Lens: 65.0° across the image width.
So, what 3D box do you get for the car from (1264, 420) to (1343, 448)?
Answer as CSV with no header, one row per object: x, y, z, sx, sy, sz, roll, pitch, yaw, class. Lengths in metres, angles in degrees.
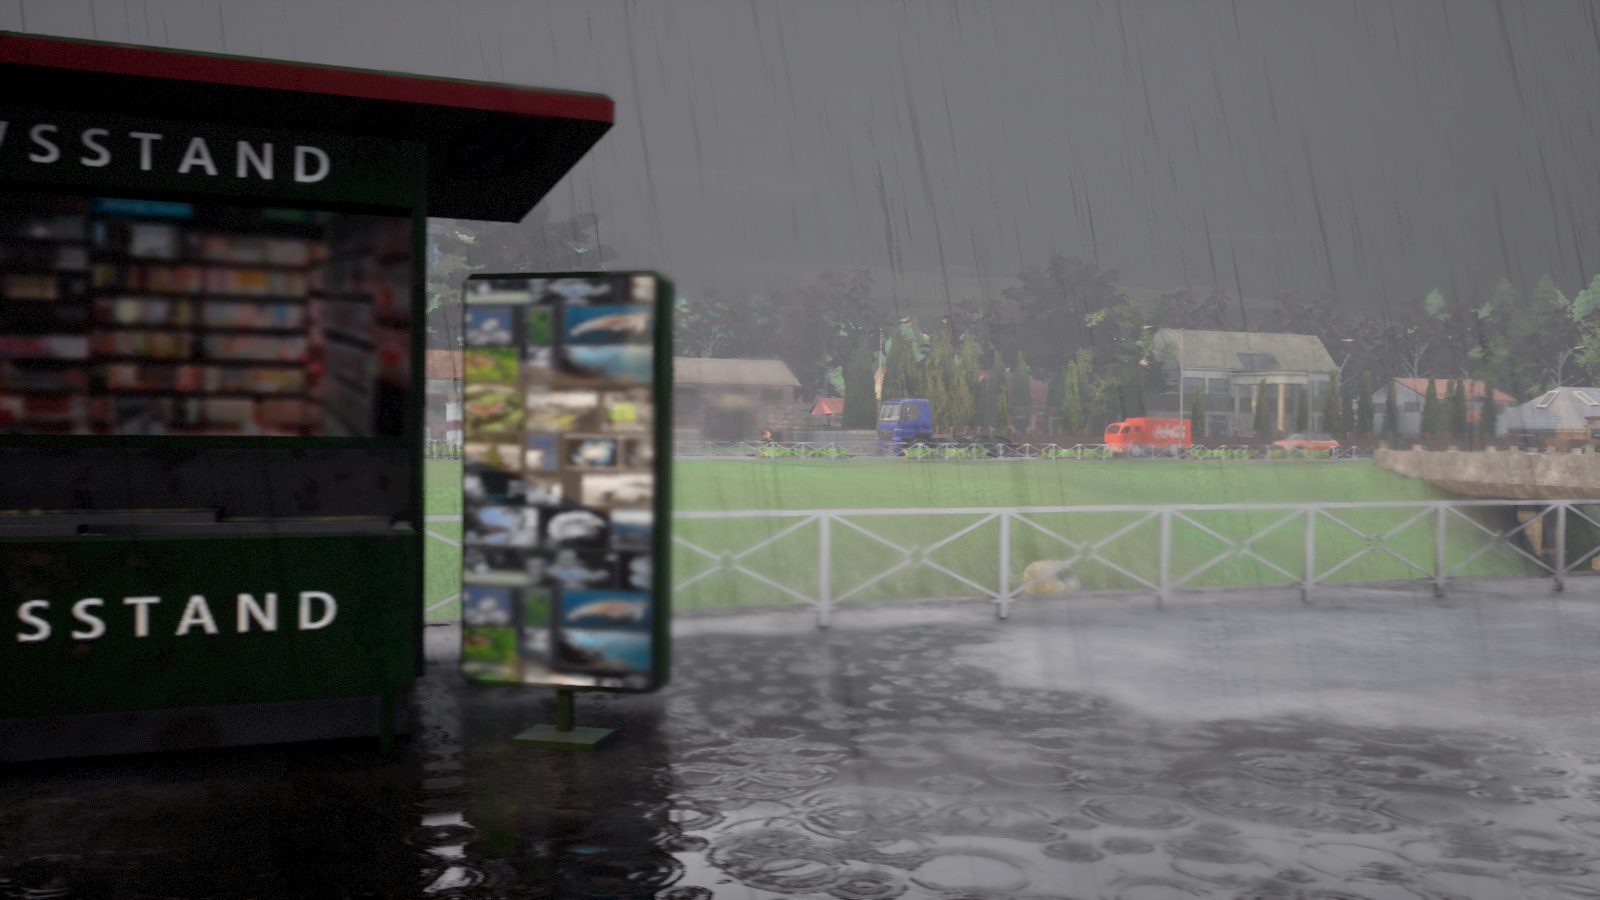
32.972,-1.039,82.272,4.553,1.767,2.097,-1,1,-21,car

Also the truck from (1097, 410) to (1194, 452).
21.414,-1.188,77.883,5.204,2.467,2.627,-1,1,-21,truck

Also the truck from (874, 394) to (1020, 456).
8.540,-1.464,72.993,7.936,3.462,2.891,-1,1,-21,truck
